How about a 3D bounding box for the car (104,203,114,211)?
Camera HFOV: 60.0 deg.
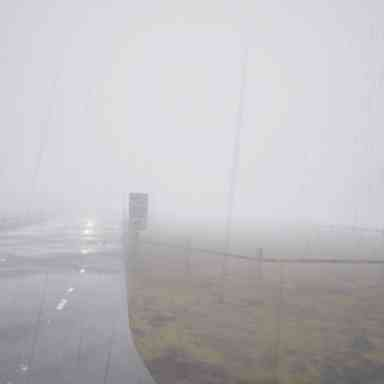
[{"bbox_3d":[-21.467,4.176,84.844,2.033,1.411,5.357,2,-1,-12],"label":"car"}]
